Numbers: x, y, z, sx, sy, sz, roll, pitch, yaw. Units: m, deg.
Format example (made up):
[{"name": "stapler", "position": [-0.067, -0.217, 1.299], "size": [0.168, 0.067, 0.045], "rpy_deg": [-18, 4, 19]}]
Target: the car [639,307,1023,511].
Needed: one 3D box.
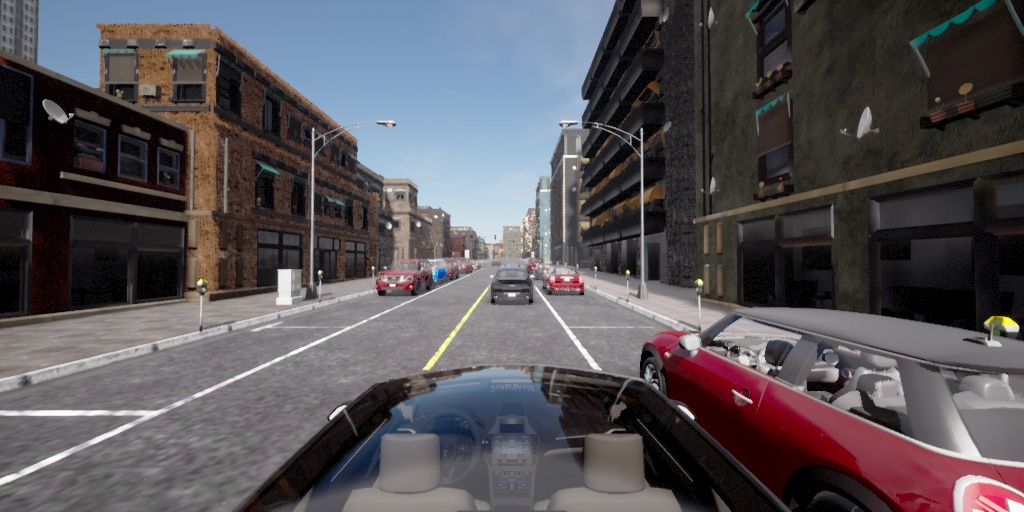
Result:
[{"name": "car", "position": [2.692, 1.188, 3.340], "size": [1.967, 1.591, 4.097], "rpy_deg": [0, 0, 0]}]

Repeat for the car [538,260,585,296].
[{"name": "car", "position": [2.692, 1.193, 19.562], "size": [1.967, 1.591, 4.097], "rpy_deg": [0, 0, 0]}]

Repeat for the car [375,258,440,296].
[{"name": "car", "position": [-5.689, 1.068, 19.569], "size": [2.192, 1.841, 5.009], "rpy_deg": [0, 0, 0]}]

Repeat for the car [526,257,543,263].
[{"name": "car", "position": [2.691, 1.073, 41.190], "size": [2.192, 1.841, 5.009], "rpy_deg": [0, 0, 0]}]

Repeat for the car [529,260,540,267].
[{"name": "car", "position": [2.692, 1.307, 30.376], "size": [2.007, 1.370, 4.403], "rpy_deg": [0, 0, 0]}]

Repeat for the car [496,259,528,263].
[{"name": "car", "position": [0.000, 1.253, 31.505], "size": [2.128, 1.511, 4.902], "rpy_deg": [0, 0, 0]}]

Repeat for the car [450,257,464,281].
[{"name": "car", "position": [-5.689, 1.071, 30.383], "size": [2.192, 1.841, 5.009], "rpy_deg": [0, 0, 0]}]

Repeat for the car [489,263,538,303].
[{"name": "car", "position": [0.000, 1.270, 16.502], "size": [1.837, 1.490, 4.892], "rpy_deg": [0, 0, 0]}]

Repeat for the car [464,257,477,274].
[{"name": "car", "position": [-5.689, 1.073, 41.198], "size": [2.192, 1.841, 5.009], "rpy_deg": [0, 0, 0]}]

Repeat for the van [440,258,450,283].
[{"name": "van", "position": [-5.689, 1.096, 24.976], "size": [1.690, 1.789, 3.998], "rpy_deg": [0, 0, 0]}]

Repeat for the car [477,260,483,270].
[{"name": "car", "position": [-5.689, 1.200, 52.012], "size": [1.967, 1.591, 4.097], "rpy_deg": [0, 0, 0]}]

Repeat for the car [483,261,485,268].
[{"name": "car", "position": [-5.690, 1.313, 62.826], "size": [2.007, 1.370, 4.403], "rpy_deg": [0, 0, 0]}]
